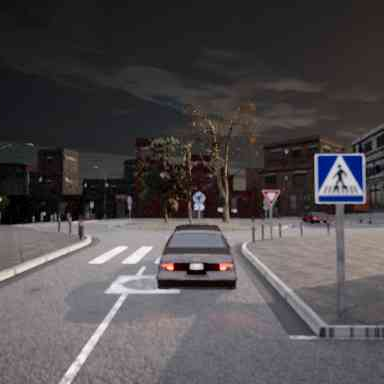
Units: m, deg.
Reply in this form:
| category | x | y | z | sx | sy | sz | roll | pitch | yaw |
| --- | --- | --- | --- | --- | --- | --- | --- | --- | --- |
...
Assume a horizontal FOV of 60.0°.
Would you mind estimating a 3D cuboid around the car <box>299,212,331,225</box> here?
| category | x | y | z | sx | sy | sz | roll | pitch | yaw |
| --- | --- | --- | --- | --- | --- | --- | --- | --- | --- |
| car | 12.610 | 2.703 | 34.433 | 1.895 | 1.301 | 4.718 | 0 | -3 | 2 |

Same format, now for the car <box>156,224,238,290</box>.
| category | x | y | z | sx | sy | sz | roll | pitch | yaw |
| --- | --- | --- | --- | --- | --- | --- | --- | --- | --- |
| car | 0.151 | 1.602 | 9.218 | 2.033 | 1.411 | 5.357 | 0 | -1 | 1 |
